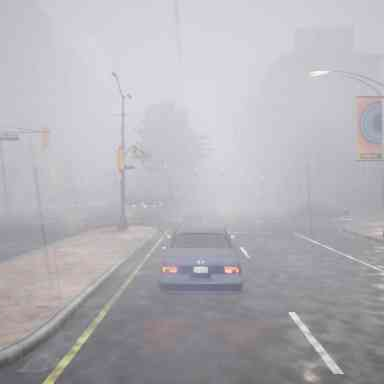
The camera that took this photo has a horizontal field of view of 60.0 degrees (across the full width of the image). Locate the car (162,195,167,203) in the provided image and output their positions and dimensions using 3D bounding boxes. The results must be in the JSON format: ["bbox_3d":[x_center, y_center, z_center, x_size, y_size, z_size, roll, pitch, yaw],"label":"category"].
[{"bbox_3d":[-6.799,1.352,66.744,2.097,1.767,4.553,0,0,1],"label":"car"}]

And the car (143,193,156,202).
[{"bbox_3d":[-10.048,1.225,78.710,2.150,2.045,5.566,0,0,1],"label":"car"}]

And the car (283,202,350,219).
[{"bbox_3d":[10.753,1.547,28.961,5.357,1.411,2.033,0,0,1],"label":"car"}]

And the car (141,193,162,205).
[{"bbox_3d":[-7.015,1.352,57.972,2.097,1.767,4.553,0,0,1],"label":"car"}]

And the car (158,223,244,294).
[{"bbox_3d":[0.229,1.547,8.920,2.033,1.411,5.357,0,0,1],"label":"car"}]

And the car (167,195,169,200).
[{"bbox_3d":[-6.588,1.525,76.518,2.128,1.511,4.902,0,0,1],"label":"car"}]

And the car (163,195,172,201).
[{"bbox_3d":[-6.400,1.478,86.611,1.882,1.535,5.008,0,0,1],"label":"car"}]

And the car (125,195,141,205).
[{"bbox_3d":[-10.515,1.352,57.850,2.097,1.767,4.553,0,0,1],"label":"car"}]

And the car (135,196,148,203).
[{"bbox_3d":[-10.254,1.505,68.025,1.837,1.490,4.892,0,0,1],"label":"car"}]

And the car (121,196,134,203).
[{"bbox_3d":[-13.464,1.595,69.814,1.895,1.301,4.718,0,0,1],"label":"car"}]
